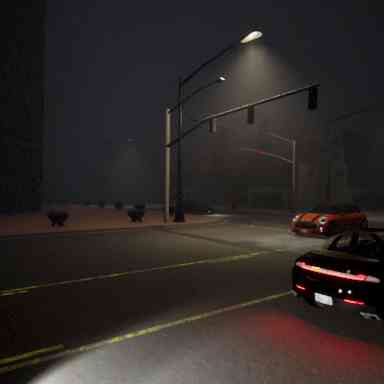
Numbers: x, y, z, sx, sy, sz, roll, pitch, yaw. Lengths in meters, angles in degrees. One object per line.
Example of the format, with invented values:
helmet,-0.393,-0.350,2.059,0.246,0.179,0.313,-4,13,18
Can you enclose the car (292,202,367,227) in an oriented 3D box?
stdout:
car,7.452,1.402,17.943,4.553,1.767,2.097,1,0,-36

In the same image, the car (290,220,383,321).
car,4.080,1.502,6.715,4.902,1.511,2.128,0,0,-35

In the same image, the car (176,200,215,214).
car,0.243,1.619,36.043,2.033,1.411,5.357,1,-1,-35
